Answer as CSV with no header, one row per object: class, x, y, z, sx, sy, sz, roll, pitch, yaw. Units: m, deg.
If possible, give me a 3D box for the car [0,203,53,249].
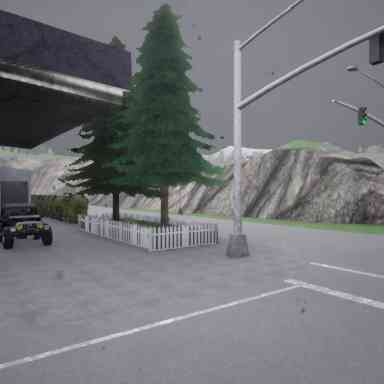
car,-8.041,1.505,15.808,1.905,1.878,3.866,0,0,-37
